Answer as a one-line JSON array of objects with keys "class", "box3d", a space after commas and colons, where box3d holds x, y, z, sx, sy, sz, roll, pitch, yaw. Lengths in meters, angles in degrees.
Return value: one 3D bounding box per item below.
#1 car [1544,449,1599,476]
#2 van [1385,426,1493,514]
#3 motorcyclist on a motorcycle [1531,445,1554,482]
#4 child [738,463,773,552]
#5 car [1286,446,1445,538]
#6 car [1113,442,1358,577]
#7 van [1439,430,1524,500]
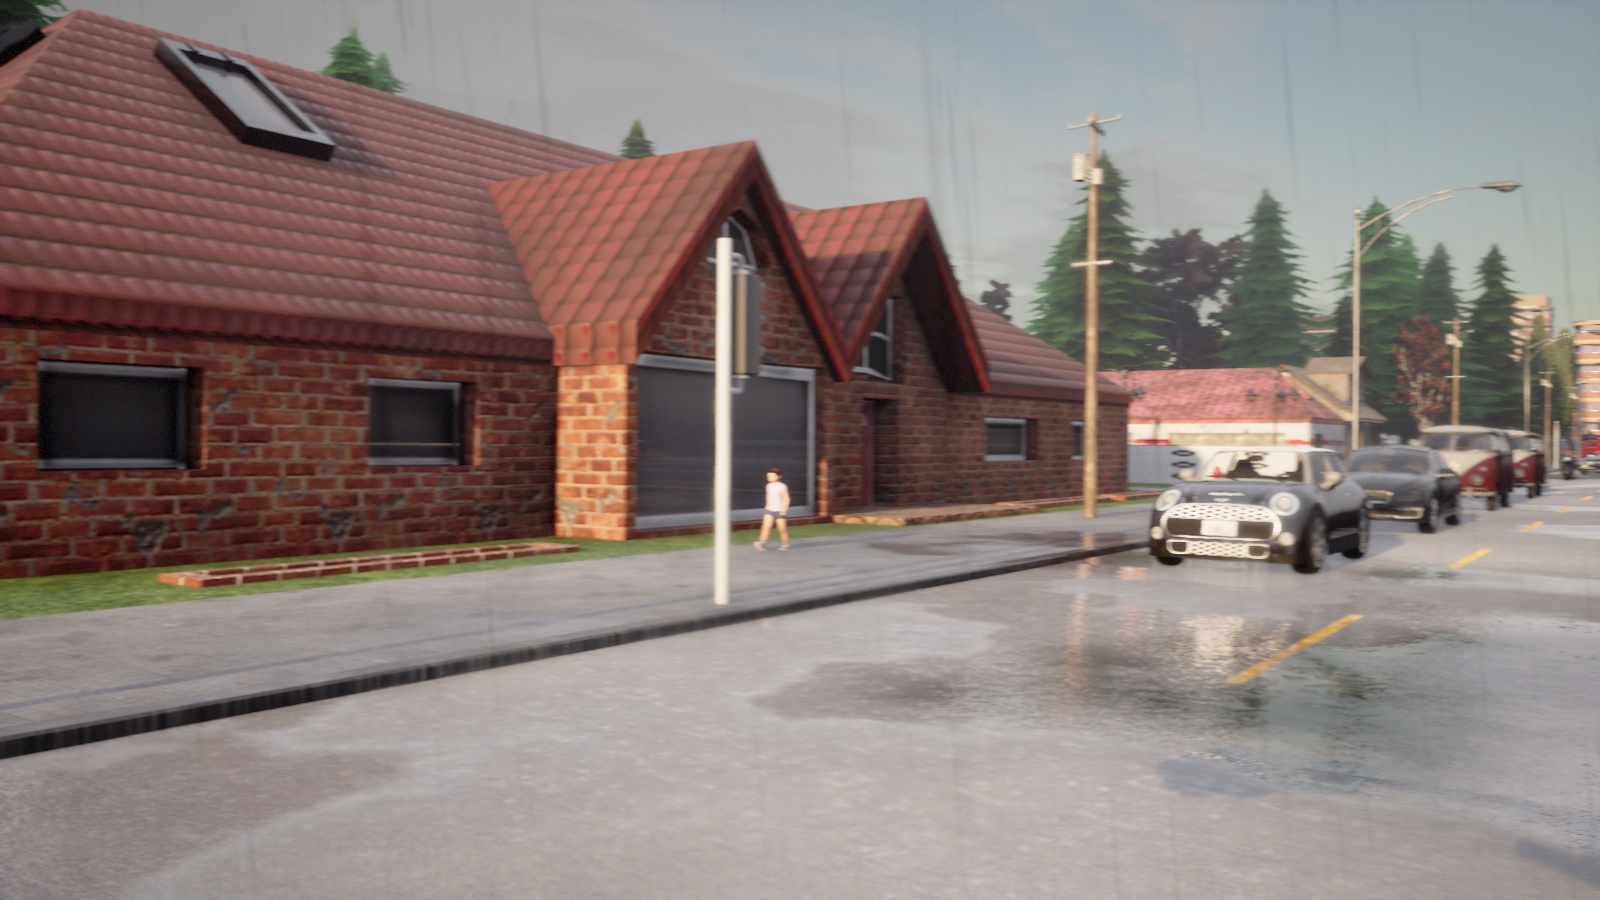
[{"class": "car", "box3d": [43.802, 0.691, 69.462, 4.674, 1.442, 1.812, 0, 0, -16]}, {"class": "van", "box3d": [15.632, 0.432, 30.624, 1.775, 1.987, 4.442, 1, 0, 34]}, {"class": "motorcyclist on a motorcycle", "box3d": [34.189, 0.610, 57.814, 0.766, 1.649, 2.350, 1, 1, 34]}, {"class": "child", "box3d": [-0.568, 0.727, 15.994, 0.255, 1.110, 0.394, 1, 0, 31]}, {"class": "car", "box3d": [10.499, 0.690, 23.113, 1.837, 1.490, 4.892, 1, 0, 34]}, {"class": "car", "box3d": [5.632, 0.655, 15.965, 1.970, 1.475, 3.806, 1, 0, 35]}, {"class": "van", "box3d": [20.647, 0.427, 37.970, 1.775, 1.987, 4.442, 1, 0, 34]}]
